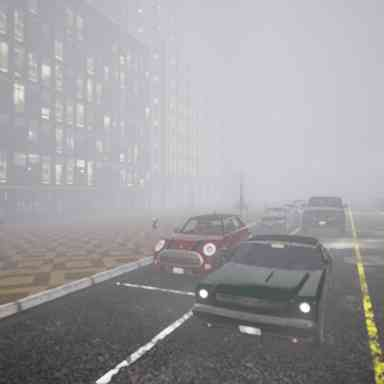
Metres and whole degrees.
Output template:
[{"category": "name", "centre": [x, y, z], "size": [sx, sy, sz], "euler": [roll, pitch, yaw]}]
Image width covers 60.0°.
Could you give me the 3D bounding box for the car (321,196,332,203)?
[{"category": "car", "centre": [28.410, 1.592, 70.214], "size": [1.947, 1.339, 4.313], "euler": [0, 0, 25]}]

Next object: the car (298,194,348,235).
[{"category": "car", "centre": [7.785, 1.218, 19.420], "size": [2.150, 2.045, 5.566], "euler": [0, 0, 25]}]

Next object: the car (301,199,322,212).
[{"category": "car", "centre": [14.449, 1.566, 40.160], "size": [1.947, 1.339, 4.313], "euler": [0, 0, 25]}]

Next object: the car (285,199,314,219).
[{"category": "car", "centre": [9.795, 1.438, 30.143], "size": [1.967, 1.590, 4.097], "euler": [0, 0, 25]}]

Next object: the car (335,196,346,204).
[{"category": "car", "centre": [29.912, 1.501, 67.055], "size": [1.882, 1.535, 5.008], "euler": [0, 0, 25]}]

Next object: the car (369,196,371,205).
[{"category": "car", "centre": [29.101, 1.532, 51.809], "size": [1.752, 1.417, 4.829], "euler": [0, 0, 25]}]

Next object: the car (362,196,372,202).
[{"category": "car", "centre": [42.989, 1.589, 81.709], "size": [1.887, 1.381, 4.507], "euler": [0, 0, 25]}]

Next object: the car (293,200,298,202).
[{"category": "car", "centre": [7.469, 1.548, 25.134], "size": [2.008, 1.369, 4.403], "euler": [0, 0, 25]}]

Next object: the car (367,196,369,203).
[{"category": "car", "centre": [31.427, 1.538, 56.819], "size": [1.752, 1.417, 4.829], "euler": [0, 0, 25]}]

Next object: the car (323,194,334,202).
[{"category": "car", "centre": [33.061, 1.355, 80.232], "size": [2.192, 1.841, 5.009], "euler": [0, 0, 25]}]

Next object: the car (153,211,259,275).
[{"category": "car", "centre": [0.489, 1.438, 10.108], "size": [1.967, 1.590, 4.097], "euler": [0, 0, 25]}]

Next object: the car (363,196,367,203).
[{"category": "car", "centre": [36.009, 1.568, 66.683], "size": [1.887, 1.381, 4.507], "euler": [0, 0, 25]}]

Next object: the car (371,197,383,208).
[{"category": "car", "centre": [26.703, 1.569, 46.647], "size": [1.947, 1.339, 4.313], "euler": [0, 0, 25]}]

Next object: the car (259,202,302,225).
[{"category": "car", "centre": [5.142, 1.548, 20.124], "size": [2.008, 1.369, 4.403], "euler": [0, 0, 25]}]

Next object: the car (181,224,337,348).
[{"category": "car", "centre": [1.721, 1.599, 6.599], "size": [1.895, 1.301, 4.718], "euler": [0, 0, 25]}]
